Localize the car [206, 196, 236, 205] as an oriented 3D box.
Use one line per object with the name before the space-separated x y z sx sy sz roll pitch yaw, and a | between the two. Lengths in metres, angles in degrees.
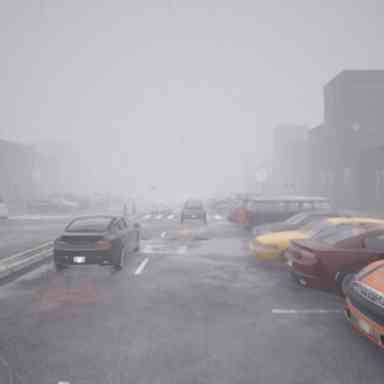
car | 4.694 1.379 54.843 4.792 1.488 2.163 0 0 0

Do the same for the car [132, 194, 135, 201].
car | -15.770 1.309 72.290 5.366 1.575 1.946 0 0 0

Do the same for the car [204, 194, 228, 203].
car | 4.787 1.200 65.994 4.553 1.767 2.185 0 0 0

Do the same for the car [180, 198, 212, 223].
car | 0.096 1.443 24.981 2.128 1.511 4.902 0 0 0

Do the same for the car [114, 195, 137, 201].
car | -15.551 1.339 77.811 4.792 1.488 2.163 0 0 0

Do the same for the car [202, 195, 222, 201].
car | 4.791 1.357 79.979 4.674 1.452 2.002 0 0 0

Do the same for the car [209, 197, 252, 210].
car | 4.701 1.391 40.955 5.008 1.535 2.097 0 0 0

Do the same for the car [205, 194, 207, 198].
car | 4.706 1.374 46.630 5.008 1.535 2.097 0 0 0

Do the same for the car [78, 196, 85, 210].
car | -15.550 1.464 39.203 4.674 1.452 2.002 0 0 0

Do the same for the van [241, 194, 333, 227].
van | 4.821 1.226 15.938 4.442 1.987 1.878 0 0 0

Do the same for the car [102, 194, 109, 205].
car | -15.558 1.416 50.235 4.674 1.452 2.002 0 0 0

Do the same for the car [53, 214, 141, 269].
car | -2.904 1.485 10.992 1.837 1.490 4.892 0 0 0

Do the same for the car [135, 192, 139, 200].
car | -15.398 1.308 75.053 5.366 1.575 1.946 0 0 0

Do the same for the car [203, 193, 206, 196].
car | 4.703 1.371 57.621 4.792 1.488 2.163 0 0 0

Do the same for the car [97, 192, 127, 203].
car | -15.544 1.083 61.262 5.566 2.045 2.435 0 0 0

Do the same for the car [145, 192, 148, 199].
car | -15.564 1.322 91.596 5.008 1.535 2.097 0 0 0

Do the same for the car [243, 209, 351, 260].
car | 4.521 1.458 10.380 5.366 1.575 1.946 0 0 0

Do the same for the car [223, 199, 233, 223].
car | 4.696 1.441 21.498 4.892 1.521 2.231 0 0 0

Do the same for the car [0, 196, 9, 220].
car | -15.558 1.223 22.656 5.566 2.045 2.435 0 0 0

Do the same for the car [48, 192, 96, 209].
car | -15.523 1.162 41.960 5.566 2.045 2.435 0 0 0

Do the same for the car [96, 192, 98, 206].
car | -15.523 1.276 44.718 4.553 1.767 2.185 0 0 0

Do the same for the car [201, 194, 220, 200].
car | 4.845 1.352 88.317 4.792 1.488 2.163 0 0 0

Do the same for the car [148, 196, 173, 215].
car | -2.901 1.460 32.591 1.812 1.442 4.674 0 0 0

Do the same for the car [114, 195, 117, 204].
car | -15.569 1.393 55.749 4.674 1.452 2.002 0 0 0

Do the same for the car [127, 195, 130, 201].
car | -15.764 1.318 66.775 5.366 1.575 1.946 0 0 0

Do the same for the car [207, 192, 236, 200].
car | 4.669 1.156 35.395 5.566 2.045 2.435 0 0 0

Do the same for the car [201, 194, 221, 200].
car | 4.803 1.320 85.412 5.008 1.535 2.097 0 0 0

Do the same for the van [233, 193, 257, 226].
van | 4.820 1.220 18.718 4.442 1.987 1.878 0 0 0

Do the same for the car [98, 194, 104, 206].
car | -15.554 1.430 47.347 4.674 1.452 2.002 0 0 0

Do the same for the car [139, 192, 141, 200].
car | -15.549 1.339 80.566 4.792 1.488 2.163 0 0 0

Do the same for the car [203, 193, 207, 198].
car | 4.901 1.355 52.063 5.366 1.575 1.946 0 0 0

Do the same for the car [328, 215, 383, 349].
car | 4.739 1.345 4.821 4.553 1.767 2.185 0 0 0

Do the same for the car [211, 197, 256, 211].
car | 4.690 1.400 38.175 4.892 1.521 2.231 0 0 0

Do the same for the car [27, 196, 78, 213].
car | -15.516 1.464 36.445 4.792 1.488 2.163 0 0 0

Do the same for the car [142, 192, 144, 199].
car | -15.603 1.343 86.082 4.792 1.488 2.163 0 0 0

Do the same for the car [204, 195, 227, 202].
car | 4.760 1.362 68.864 4.674 1.452 2.002 0 0 0

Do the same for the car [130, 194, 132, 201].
car | -15.611 1.346 69.534 4.792 1.488 2.163 0 0 0

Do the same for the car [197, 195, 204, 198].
car | 0.090 1.472 42.177 1.994 1.385 4.181 0 0 0

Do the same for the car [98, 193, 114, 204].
car | -15.558 1.364 52.991 5.008 1.535 2.097 0 0 0

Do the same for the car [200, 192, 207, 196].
car | 4.775 1.079 63.181 5.566 2.045 2.435 0 0 0

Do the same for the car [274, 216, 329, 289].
car | 4.702 1.466 7.600 5.008 1.535 2.097 0 0 0

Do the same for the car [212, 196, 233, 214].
car | 4.669 1.444 32.616 4.792 1.488 2.163 0 0 0

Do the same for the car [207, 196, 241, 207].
car | 4.737 1.396 49.286 4.792 1.488 2.163 0 0 0

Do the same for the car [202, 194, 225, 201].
car | 4.785 1.319 74.420 4.892 1.521 2.231 0 0 0
